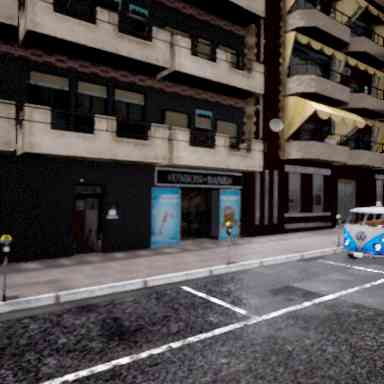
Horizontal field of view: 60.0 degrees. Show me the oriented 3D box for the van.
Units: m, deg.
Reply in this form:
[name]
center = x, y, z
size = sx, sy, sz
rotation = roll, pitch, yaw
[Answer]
[van]
center = 6.789, 1.401, 11.353
size = 3.998, 1.788, 1.690
rotation = 0, 1, -35
